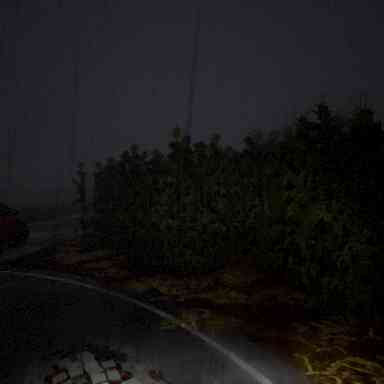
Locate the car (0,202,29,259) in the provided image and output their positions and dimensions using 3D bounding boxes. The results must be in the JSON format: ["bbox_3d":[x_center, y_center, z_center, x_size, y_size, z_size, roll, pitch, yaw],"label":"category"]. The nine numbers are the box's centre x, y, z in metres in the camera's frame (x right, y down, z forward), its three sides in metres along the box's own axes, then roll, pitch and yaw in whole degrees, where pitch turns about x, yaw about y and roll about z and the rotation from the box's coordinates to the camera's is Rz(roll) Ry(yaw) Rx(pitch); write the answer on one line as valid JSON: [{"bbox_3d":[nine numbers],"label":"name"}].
[{"bbox_3d":[-8.248,1.409,13.047,2.150,2.045,5.566,-3,1,-14],"label":"car"}]
